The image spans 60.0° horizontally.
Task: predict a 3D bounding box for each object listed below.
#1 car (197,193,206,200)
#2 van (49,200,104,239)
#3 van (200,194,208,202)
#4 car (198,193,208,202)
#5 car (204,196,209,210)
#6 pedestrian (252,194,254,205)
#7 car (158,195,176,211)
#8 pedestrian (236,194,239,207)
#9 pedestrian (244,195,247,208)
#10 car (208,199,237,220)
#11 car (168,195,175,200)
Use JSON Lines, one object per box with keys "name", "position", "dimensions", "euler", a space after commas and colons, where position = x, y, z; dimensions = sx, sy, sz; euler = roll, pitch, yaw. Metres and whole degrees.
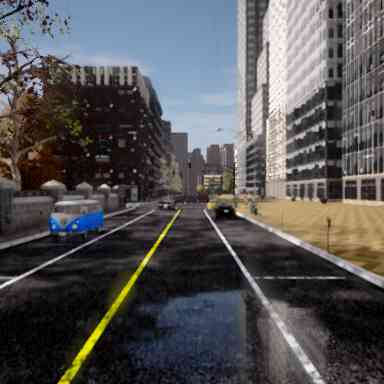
{"name": "car", "position": [2.666, 1.286, 93.783], "dimensions": [2.192, 1.841, 5.009], "euler": [0, 0, 0]}
{"name": "van", "position": [-5.697, 1.318, 16.731], "dimensions": [1.690, 1.788, 3.998], "euler": [0, 0, 0]}
{"name": "van", "position": [2.670, 1.298, 77.203], "dimensions": [1.690, 1.788, 3.998], "euler": [0, 0, 0]}
{"name": "car", "position": [2.671, 1.270, 71.677], "dimensions": [2.192, 1.841, 5.009], "euler": [0, 0, 0]}
{"name": "car", "position": [2.679, 1.485, 39.434], "dimensions": [1.752, 1.417, 4.829], "euler": [0, 0, 0]}
{"name": "pedestrian", "position": [8.126, 1.221, 44.545], "dimensions": [0.375, 1.860, 0.375], "euler": [0, 0, 0]}
{"name": "car", "position": [-3.021, 1.452, 41.009], "dimensions": [2.128, 1.511, 4.902], "euler": [0, 0, 0]}
{"name": "pedestrian", "position": [6.125, 1.099, 45.144], "dimensions": [0.375, 1.860, 0.375], "euler": [0, 0, 0]}
{"name": "pedestrian", "position": [7.126, 1.241, 43.945], "dimensions": [0.375, 1.860, 0.375], "euler": [0, 0, 0]}
{"name": "car", "position": [2.681, 1.533, 27.999], "dimensions": [1.947, 1.339, 4.313], "euler": [0, 0, 0]}
{"name": "car", "position": [-5.713, 1.515, 93.781], "dimensions": [1.887, 1.381, 4.507], "euler": [0, 0, 0]}
